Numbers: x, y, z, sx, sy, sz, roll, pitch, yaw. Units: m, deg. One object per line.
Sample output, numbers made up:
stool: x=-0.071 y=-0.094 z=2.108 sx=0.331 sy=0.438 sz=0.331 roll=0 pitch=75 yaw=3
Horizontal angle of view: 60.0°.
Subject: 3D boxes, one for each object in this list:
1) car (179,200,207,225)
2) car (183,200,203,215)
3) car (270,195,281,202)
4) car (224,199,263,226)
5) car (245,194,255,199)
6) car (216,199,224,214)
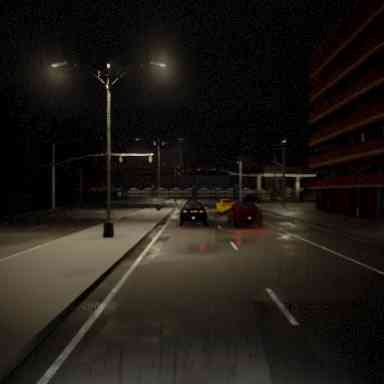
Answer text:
car: x=0.092 y=1.483 z=23.953 sx=2.128 sy=1.511 sz=4.902 roll=0 pitch=0 yaw=0
car: x=0.096 y=1.554 z=35.207 sx=1.994 sy=1.385 sz=4.181 roll=0 pitch=0 yaw=-1
car: x=18.942 y=1.435 z=75.550 sx=1.970 sy=1.475 sz=3.806 roll=0 pitch=0 yaw=0
car: x=3.595 y=1.471 z=23.188 sx=1.882 sy=1.535 sz=5.008 roll=0 pitch=0 yaw=0
car: x=13.197 y=1.274 z=74.786 sx=2.242 sy=1.667 sz=4.611 roll=0 pitch=0 yaw=0
car: x=3.595 y=1.468 z=34.532 sx=1.882 sy=1.535 sz=5.008 roll=0 pitch=0 yaw=0
